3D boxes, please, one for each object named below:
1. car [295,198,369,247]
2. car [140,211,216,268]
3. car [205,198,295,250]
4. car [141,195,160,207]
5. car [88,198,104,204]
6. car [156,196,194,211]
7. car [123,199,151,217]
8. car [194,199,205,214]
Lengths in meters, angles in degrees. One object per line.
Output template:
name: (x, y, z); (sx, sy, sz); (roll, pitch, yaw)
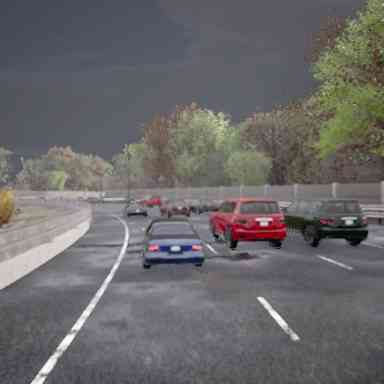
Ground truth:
car: (5.728, 1.274, 15.565); (2.150, 2.045, 5.566); (0, 0, -8)
car: (-0.756, 1.603, 11.554); (2.033, 1.411, 5.357); (0, 0, -7)
car: (2.296, 1.282, 14.985); (2.150, 2.045, 5.566); (0, 0, -8)
car: (-6.610, 1.478, 52.652); (2.150, 2.045, 5.566); (0, 0, -29)
car: (-21.505, 1.955, 74.308); (2.033, 1.411, 5.357); (0, 0, -39)
car: (-1.758, 1.505, 32.249); (2.097, 1.767, 4.553); (0, 0, -17)
car: (-5.724, 1.735, 33.181); (1.994, 1.385, 4.181); (0, 0, -18)
car: (0.871, 1.512, 36.459); (2.097, 1.767, 4.553); (0, 0, -23)
